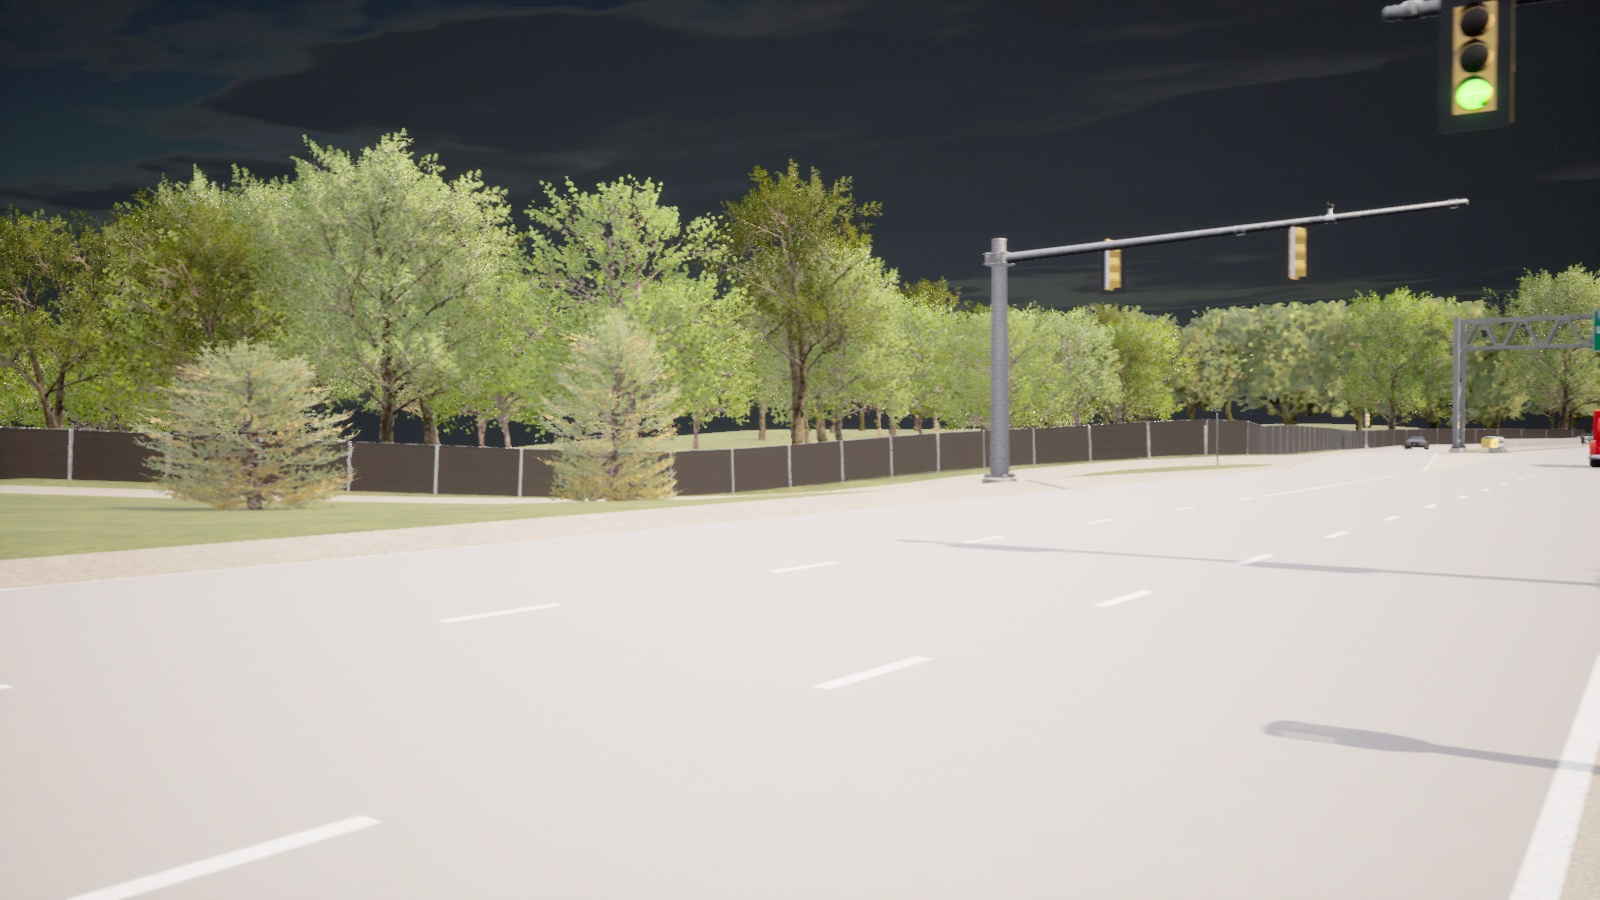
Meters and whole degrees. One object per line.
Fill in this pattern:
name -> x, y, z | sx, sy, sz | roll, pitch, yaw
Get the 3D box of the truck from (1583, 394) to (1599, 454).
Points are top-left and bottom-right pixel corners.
truck -> 35.055, -1.117, 53.456 | 2.627, 2.467, 5.204 | 0, 1, 35
